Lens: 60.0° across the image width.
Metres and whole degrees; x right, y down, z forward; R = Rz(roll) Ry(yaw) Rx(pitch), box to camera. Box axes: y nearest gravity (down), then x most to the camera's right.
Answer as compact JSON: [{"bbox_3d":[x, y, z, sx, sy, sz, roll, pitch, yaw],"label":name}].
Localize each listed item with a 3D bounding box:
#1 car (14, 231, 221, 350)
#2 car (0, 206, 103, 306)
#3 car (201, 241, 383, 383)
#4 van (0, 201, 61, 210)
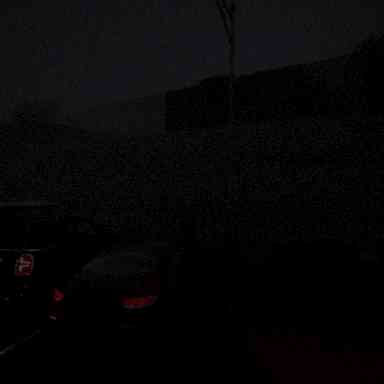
[{"bbox_3d":[-0.683,1.530,6.281,2.002,1.452,4.674,0,-1,16],"label":"car"},{"bbox_3d":[-3.116,1.364,7.988,2.185,1.767,4.553,0,-1,15],"label":"car"},{"bbox_3d":[1.762,1.519,4.511,2.163,1.488,4.792,1,-1,15],"label":"car"},{"bbox_3d":[-5.506,1.266,9.865,1.878,1.987,4.442,0,-1,15],"label":"van"}]
